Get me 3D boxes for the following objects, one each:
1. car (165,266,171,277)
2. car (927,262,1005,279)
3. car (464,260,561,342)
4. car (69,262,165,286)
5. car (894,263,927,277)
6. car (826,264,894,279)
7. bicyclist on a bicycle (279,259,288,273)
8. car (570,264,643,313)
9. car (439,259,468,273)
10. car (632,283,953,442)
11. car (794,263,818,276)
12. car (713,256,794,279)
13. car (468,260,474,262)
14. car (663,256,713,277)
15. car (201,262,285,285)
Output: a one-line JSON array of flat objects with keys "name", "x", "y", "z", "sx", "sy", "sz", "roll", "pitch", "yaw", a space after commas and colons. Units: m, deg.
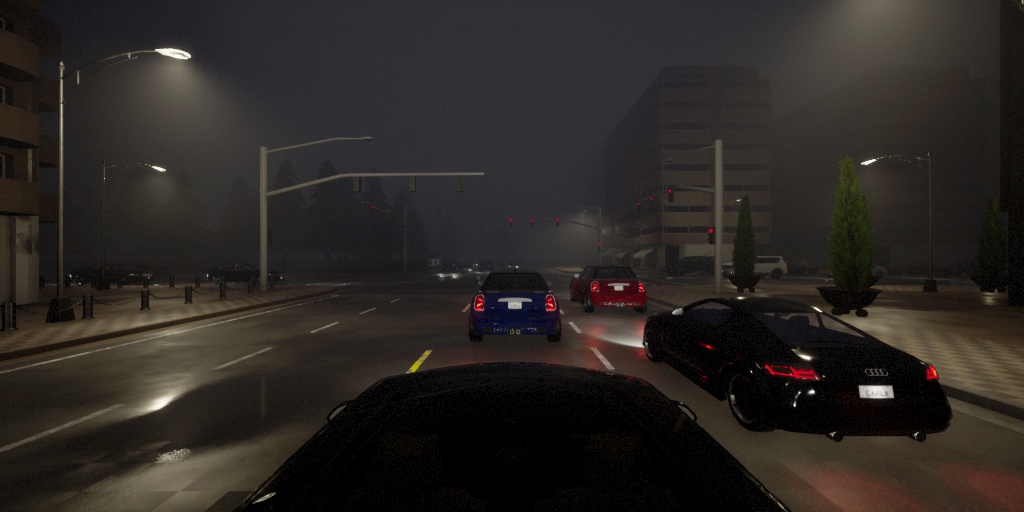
[{"name": "car", "x": -34.329, "y": 1.283, "z": 32.861, "sx": 5.008, "sy": 1.535, "sz": 1.882, "roll": 0, "pitch": 0, "yaw": 0}, {"name": "car", "x": 42.203, "y": 1.283, "z": 33.143, "sx": 5.008, "sy": 1.535, "sz": 1.882, "roll": 0, "pitch": 0, "yaw": 0}, {"name": "car", "x": 0.082, "y": 1.102, "z": 9.970, "sx": 2.097, "sy": 1.767, "sz": 4.553, "roll": 0, "pitch": 0, "yaw": 0}, {"name": "car", "x": -28.532, "y": 1.297, "z": 25.684, "sx": 4.902, "sy": 1.511, "sz": 2.128, "roll": 0, "pitch": 0, "yaw": 0}, {"name": "car", "x": 40.459, "y": 1.406, "z": 36.643, "sx": 4.718, "sy": 1.301, "sz": 1.895, "roll": 0, "pitch": 0, "yaw": 0}, {"name": "car", "x": 31.802, "y": 1.331, "z": 33.118, "sx": 4.674, "sy": 1.442, "sz": 1.812, "roll": 0, "pitch": 0, "yaw": 0}, {"name": "bicyclist on a bicycle", "x": -25.615, "y": 1.106, "z": 40.178, "sx": 0.582, "sy": 1.620, "sz": 1.656, "roll": 0, "pitch": 0, "yaw": 0}, {"name": "car", "x": 3.604, "y": 1.102, "z": 14.198, "sx": 2.097, "sy": 1.767, "sz": 4.553, "roll": 0, "pitch": 0, "yaw": 0}, {"name": "car", "x": -7.252, "y": 1.102, "z": 43.399, "sx": 2.097, "sy": 1.767, "sz": 4.553, "roll": 0, "pitch": 0, "yaw": 6}, {"name": "car", "x": 3.606, "y": 1.314, "z": 5.557, "sx": 1.994, "sy": 1.385, "sz": 4.181, "roll": 0, "pitch": 0, "yaw": 0}, {"name": "car", "x": 28.178, "y": 1.406, "z": 36.607, "sx": 4.718, "sy": 1.301, "sz": 1.895, "roll": 0, "pitch": 0, "yaw": 0}, {"name": "car", "x": 22.165, "y": 1.027, "z": 33.085, "sx": 5.566, "sy": 2.045, "sz": 2.150, "roll": 0, "pitch": 0, "yaw": 0}, {"name": "car", "x": -6.584, "y": 1.298, "z": 55.158, "sx": 2.033, "sy": 1.411, "sz": 5.357, "roll": 0, "pitch": 0, "yaw": 5}, {"name": "car", "x": 18.418, "y": 1.027, "z": 36.569, "sx": 5.566, "sy": 2.045, "sz": 2.150, "roll": 0, "pitch": 0, "yaw": 0}, {"name": "car", "x": -18.998, "y": 1.297, "z": 25.721, "sx": 4.902, "sy": 1.511, "sz": 2.128, "roll": 0, "pitch": 0, "yaw": 0}]
